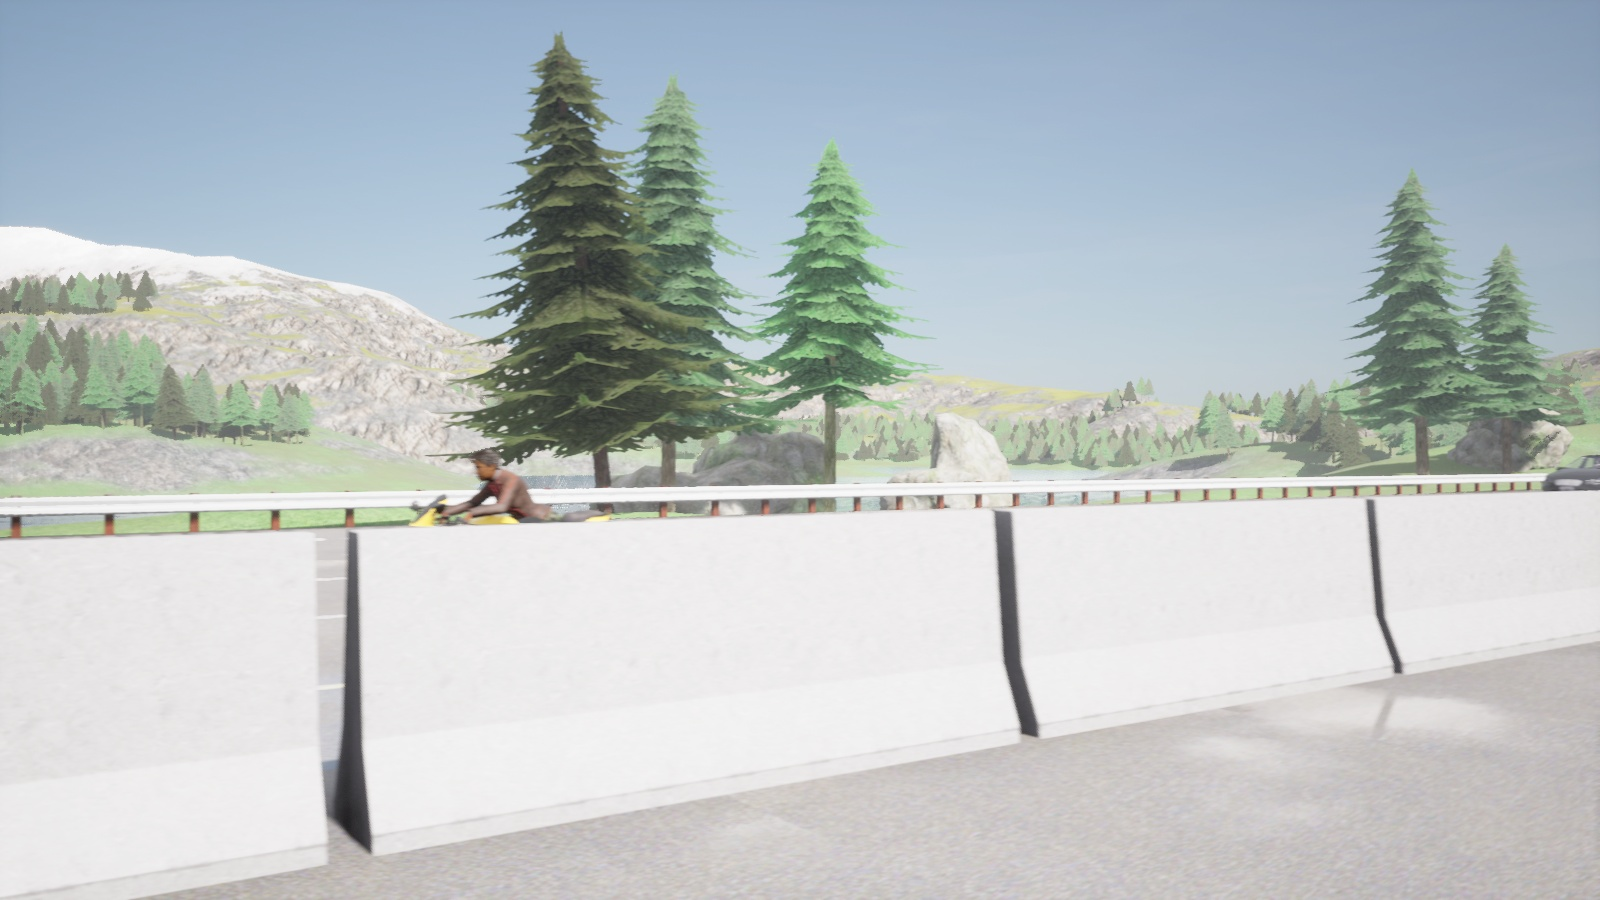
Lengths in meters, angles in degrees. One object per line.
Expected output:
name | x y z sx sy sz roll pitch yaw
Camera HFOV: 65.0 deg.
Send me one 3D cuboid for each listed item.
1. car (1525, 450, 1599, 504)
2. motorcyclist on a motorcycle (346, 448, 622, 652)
car | 23.909 0.751 37.392 4.902 1.511 2.128 0 0 -35
motorcyclist on a motorcycle | -2.586 0.757 10.385 2.044 1.523 0.797 -1 0 -35
